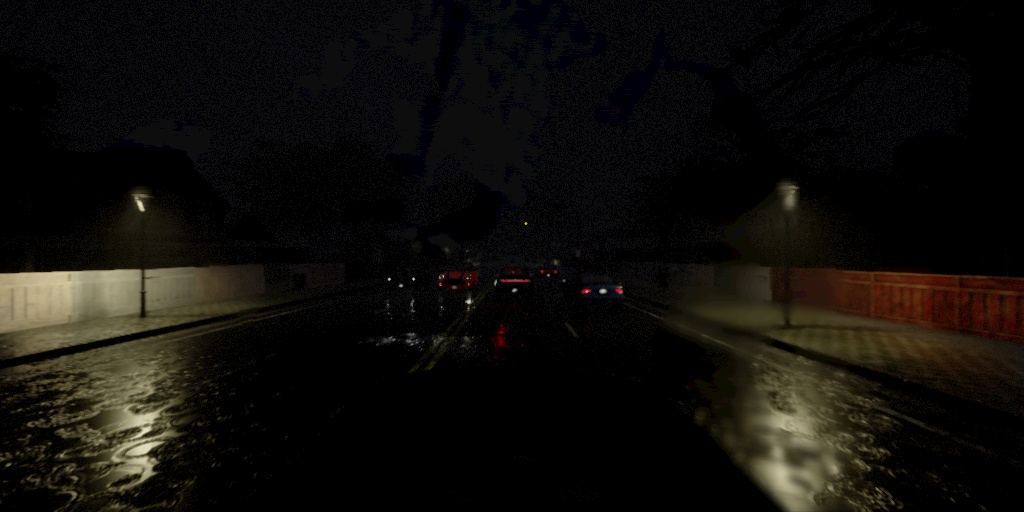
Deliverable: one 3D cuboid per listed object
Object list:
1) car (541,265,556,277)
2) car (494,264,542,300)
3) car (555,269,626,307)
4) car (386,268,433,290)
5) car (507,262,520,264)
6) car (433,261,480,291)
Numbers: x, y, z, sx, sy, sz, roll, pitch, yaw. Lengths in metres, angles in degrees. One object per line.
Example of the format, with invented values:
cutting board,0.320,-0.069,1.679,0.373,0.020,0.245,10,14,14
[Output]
car,3.365,1.490,35.101,1.895,1.301,4.718,0,0,0
car,0.114,1.309,18.047,2.128,1.511,4.902,0,0,0
car,3.364,1.358,15.740,2.033,1.411,5.357,0,0,0
car,-6.485,1.442,23.205,1.895,1.301,4.718,0,0,0
car,0.127,1.368,35.233,1.882,1.535,5.008,0,0,0
car,-3.245,1.189,22.469,2.097,1.767,4.553,0,0,0
